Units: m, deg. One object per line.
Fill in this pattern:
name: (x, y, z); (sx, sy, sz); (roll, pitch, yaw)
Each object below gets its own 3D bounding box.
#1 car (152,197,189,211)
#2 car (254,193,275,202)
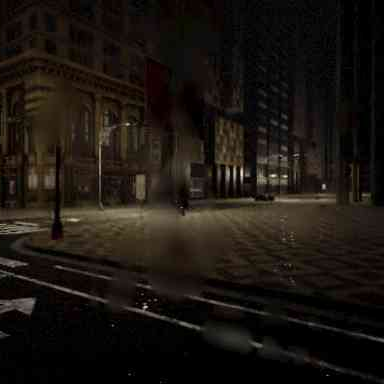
car: (-2.082, 1.159, 33.750); (1.994, 1.385, 4.181); (0, 1, 36)
car: (11.439, 0.852, 52.495); (1.994, 1.385, 4.181); (0, 1, 36)
